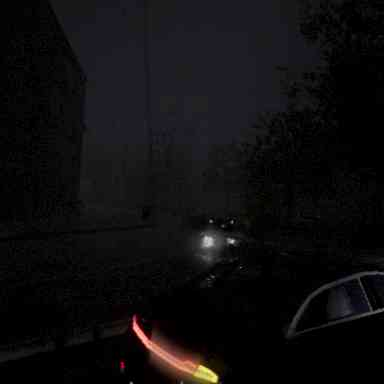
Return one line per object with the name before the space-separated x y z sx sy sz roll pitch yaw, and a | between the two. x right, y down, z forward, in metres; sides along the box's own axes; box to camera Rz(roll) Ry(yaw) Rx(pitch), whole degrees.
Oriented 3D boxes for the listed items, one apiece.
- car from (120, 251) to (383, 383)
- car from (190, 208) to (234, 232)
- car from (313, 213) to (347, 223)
car | 1.612 1.512 4.068 4.902 1.511 2.128 0 0 -32
car | 1.222 1.816 22.305 1.812 1.442 4.674 3 -2 -17
car | 21.799 3.992 52.527 5.008 1.535 1.882 3 -3 1
